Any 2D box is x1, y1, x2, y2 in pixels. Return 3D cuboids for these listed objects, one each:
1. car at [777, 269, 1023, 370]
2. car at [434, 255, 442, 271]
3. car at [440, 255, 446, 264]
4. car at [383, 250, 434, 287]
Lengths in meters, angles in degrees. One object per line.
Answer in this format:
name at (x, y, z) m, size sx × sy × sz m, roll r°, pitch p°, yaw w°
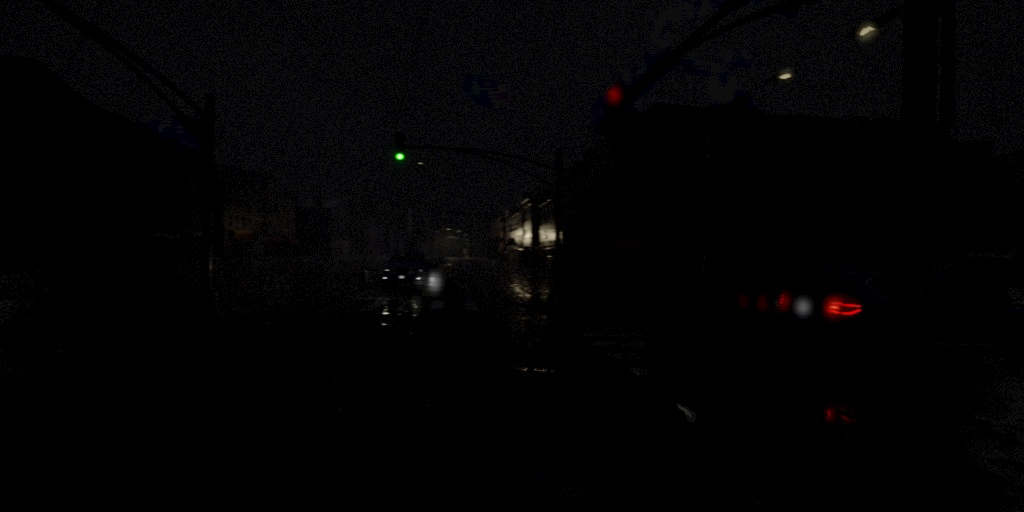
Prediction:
car at (9.616, 1.425, 8.697) m, size 5.566 × 2.045 × 2.150 m, roll 3°, pitch 0°, yaw -3°
car at (-8.540, 0.849, 36.774) m, size 1.895 × 1.301 × 4.718 m, roll 1°, pitch 1°, yaw -9°
car at (-11.233, 0.515, 55.086) m, size 1.812 × 1.442 × 4.674 m, roll 1°, pitch 1°, yaw -9°
car at (-6.264, 0.686, 21.860) m, size 2.150 × 2.045 × 5.566 m, roll 1°, pitch 2°, yaw -8°
